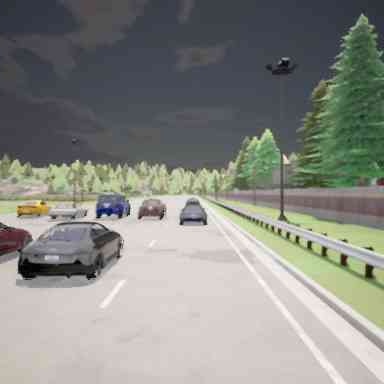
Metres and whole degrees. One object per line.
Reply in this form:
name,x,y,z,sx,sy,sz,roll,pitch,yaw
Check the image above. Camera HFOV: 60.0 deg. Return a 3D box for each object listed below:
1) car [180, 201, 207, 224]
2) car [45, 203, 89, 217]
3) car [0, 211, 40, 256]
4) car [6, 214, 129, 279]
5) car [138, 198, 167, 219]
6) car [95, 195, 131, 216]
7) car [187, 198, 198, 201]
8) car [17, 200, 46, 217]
car,0.103,1.592,24.922,1.994,1.385,4.181,0,0,0
car,-10.396,1.631,28.490,1.895,1.301,4.718,0,0,0
car,-6.912,1.538,10.569,1.812,1.442,4.674,0,0,0
car,-3.400,1.575,10.082,1.994,1.385,4.181,0,0,0
car,-3.397,1.385,29.294,2.097,1.767,4.553,0,0,0
car,-6.896,1.254,29.545,2.150,2.045,5.566,0,0,0
car,0.104,1.553,43.070,1.837,1.490,4.892,0,0,0
car,-14.764,1.509,31.279,1.882,1.535,5.008,0,0,-9
